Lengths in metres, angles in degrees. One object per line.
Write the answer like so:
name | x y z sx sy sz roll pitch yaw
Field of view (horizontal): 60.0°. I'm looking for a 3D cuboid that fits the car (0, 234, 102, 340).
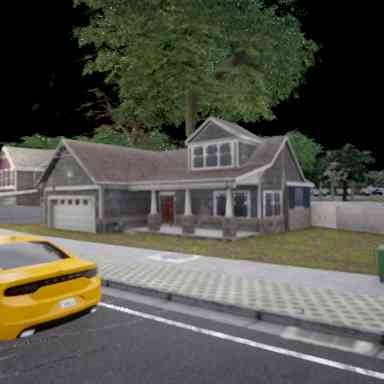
car | -3.931 1.584 6.531 5.008 1.535 1.882 -1 -1 35
